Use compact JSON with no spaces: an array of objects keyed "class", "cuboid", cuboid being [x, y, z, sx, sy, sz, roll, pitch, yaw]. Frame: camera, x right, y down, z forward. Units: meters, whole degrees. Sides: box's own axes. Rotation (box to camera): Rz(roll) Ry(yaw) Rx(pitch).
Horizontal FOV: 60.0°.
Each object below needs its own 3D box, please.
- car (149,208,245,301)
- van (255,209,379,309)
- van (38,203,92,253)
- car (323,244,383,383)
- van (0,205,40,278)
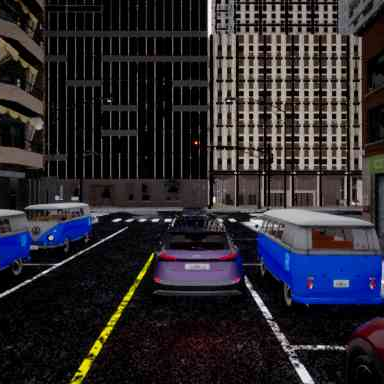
[{"class":"car","cuboid":[0.103,1.432,8.337,2.033,1.649,4.856,0,0,0]},{"class":"van","cuboid":[2.573,1.343,7.580,1.690,1.788,3.998,0,0,0]},{"class":"van","cuboid":[-5.305,1.345,13.268,1.690,1.788,3.998,0,0,0]},{"class":"car","cuboid":[2.570,1.440,1.890,1.967,1.590,4.097,0,0,0]},{"class":"van","cuboid":[-5.308,1.343,7.578,1.690,1.788,3.998,0,0,0]}]
